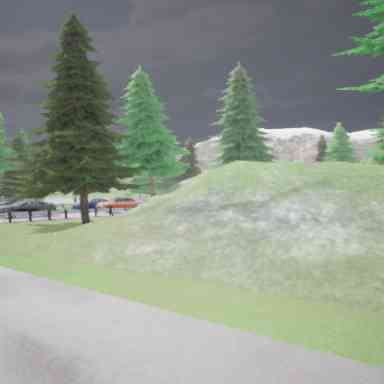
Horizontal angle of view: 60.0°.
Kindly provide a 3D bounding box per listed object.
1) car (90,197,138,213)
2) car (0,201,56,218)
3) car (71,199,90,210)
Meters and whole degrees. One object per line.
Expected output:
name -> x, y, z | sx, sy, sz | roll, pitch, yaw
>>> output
car -> -8.158, 1.316, 35.944 | 4.553, 1.767, 2.097 | 0, 0, -41
car -> -14.679, 1.454, 29.533 | 2.128, 1.511, 4.902 | 0, 0, 43
car -> -11.219, 1.433, 37.914 | 5.008, 1.535, 1.882 | 0, 0, -42
